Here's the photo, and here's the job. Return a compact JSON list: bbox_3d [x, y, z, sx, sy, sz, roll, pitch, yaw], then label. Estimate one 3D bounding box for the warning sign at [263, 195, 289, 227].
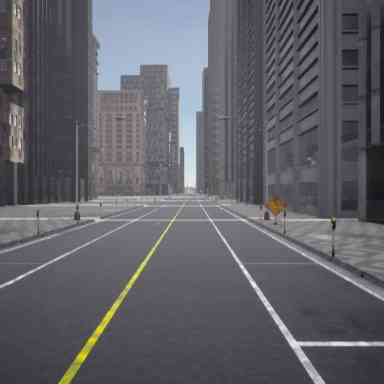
[{"bbox_3d":[5.071,1.111,20.154,1.300,1.860,1.060,0,0,0],"label":"warning sign"}]
